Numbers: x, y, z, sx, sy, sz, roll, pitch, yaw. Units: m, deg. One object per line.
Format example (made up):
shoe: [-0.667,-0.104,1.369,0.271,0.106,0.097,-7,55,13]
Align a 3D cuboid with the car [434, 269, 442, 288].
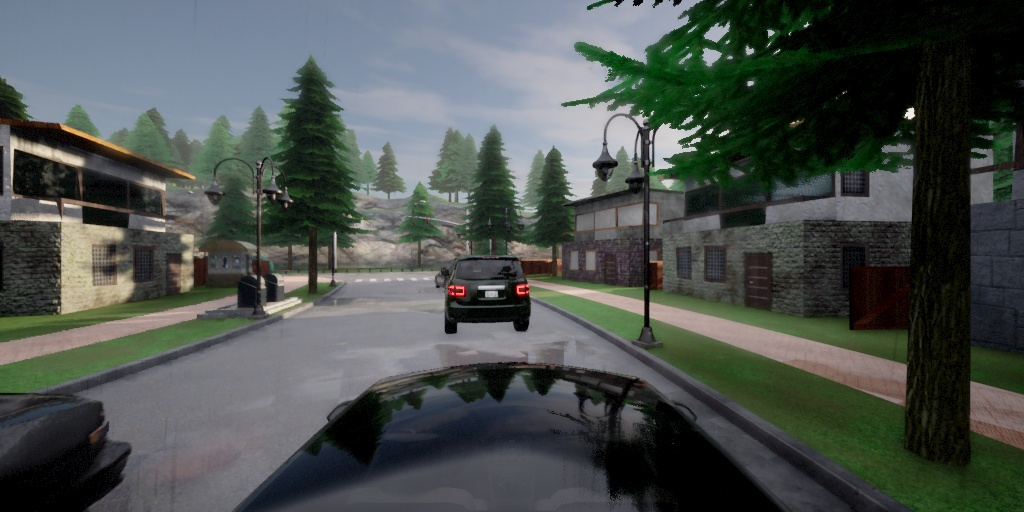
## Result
car: [-3.324,1.297,21.098,2.033,1.411,5.357,0,0,-21]

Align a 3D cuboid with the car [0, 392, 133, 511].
car: [-3.685,1.297,0.145,2.033,1.411,5.357,0,0,0]

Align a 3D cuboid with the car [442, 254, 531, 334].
car: [-0.937,0.971,10.895,2.150,2.045,5.566,0,0,-10]
